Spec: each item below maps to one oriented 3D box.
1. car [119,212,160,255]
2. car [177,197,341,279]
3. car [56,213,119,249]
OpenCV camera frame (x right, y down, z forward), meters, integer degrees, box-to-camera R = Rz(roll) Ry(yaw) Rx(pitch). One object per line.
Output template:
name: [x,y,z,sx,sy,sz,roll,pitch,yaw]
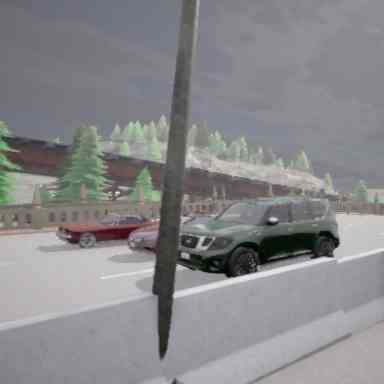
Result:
car: [-0.096,1.505,12.523,4.674,1.442,1.812,0,0,-36]
car: [2.087,1.199,9.782,5.566,2.045,2.150,0,0,-36]
car: [-3.323,1.584,14.521,4.718,1.301,1.895,0,0,-36]
